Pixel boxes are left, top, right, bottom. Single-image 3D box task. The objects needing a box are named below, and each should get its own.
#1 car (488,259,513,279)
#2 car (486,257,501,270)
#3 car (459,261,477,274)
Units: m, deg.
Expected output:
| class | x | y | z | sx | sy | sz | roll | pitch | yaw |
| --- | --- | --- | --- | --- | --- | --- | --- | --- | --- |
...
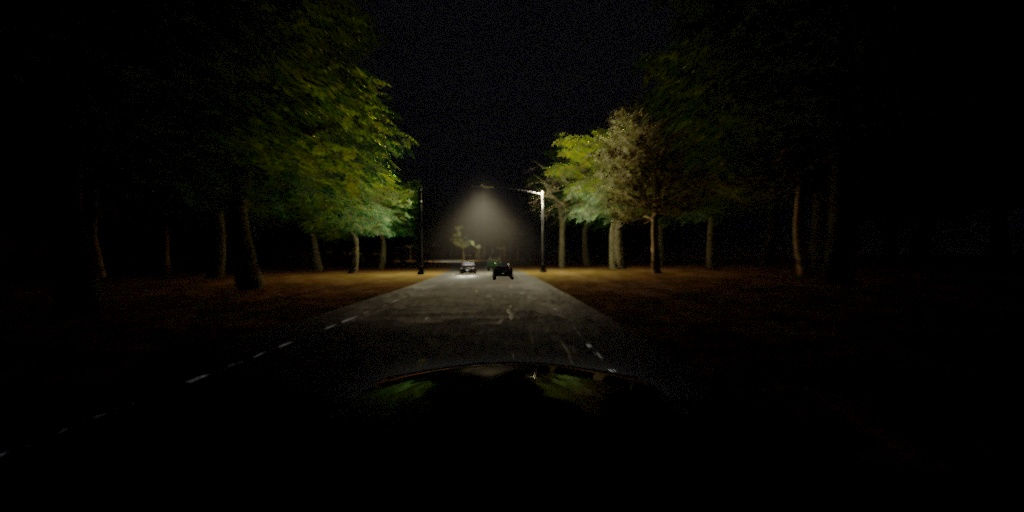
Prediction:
| class | x | y | z | sx | sy | sz | roll | pitch | yaw |
| --- | --- | --- | --- | --- | --- | --- | --- | --- | --- |
| car | -0.924 | 1.350 | 34.146 | 2.128 | 1.511 | 4.902 | 0 | 0 | -4 |
| car | -2.727 | 1.132 | 55.384 | 2.150 | 2.045 | 5.566 | -1 | 0 | -6 |
| car | -5.240 | 1.404 | 43.136 | 2.128 | 1.511 | 4.902 | -1 | 0 | -4 |
